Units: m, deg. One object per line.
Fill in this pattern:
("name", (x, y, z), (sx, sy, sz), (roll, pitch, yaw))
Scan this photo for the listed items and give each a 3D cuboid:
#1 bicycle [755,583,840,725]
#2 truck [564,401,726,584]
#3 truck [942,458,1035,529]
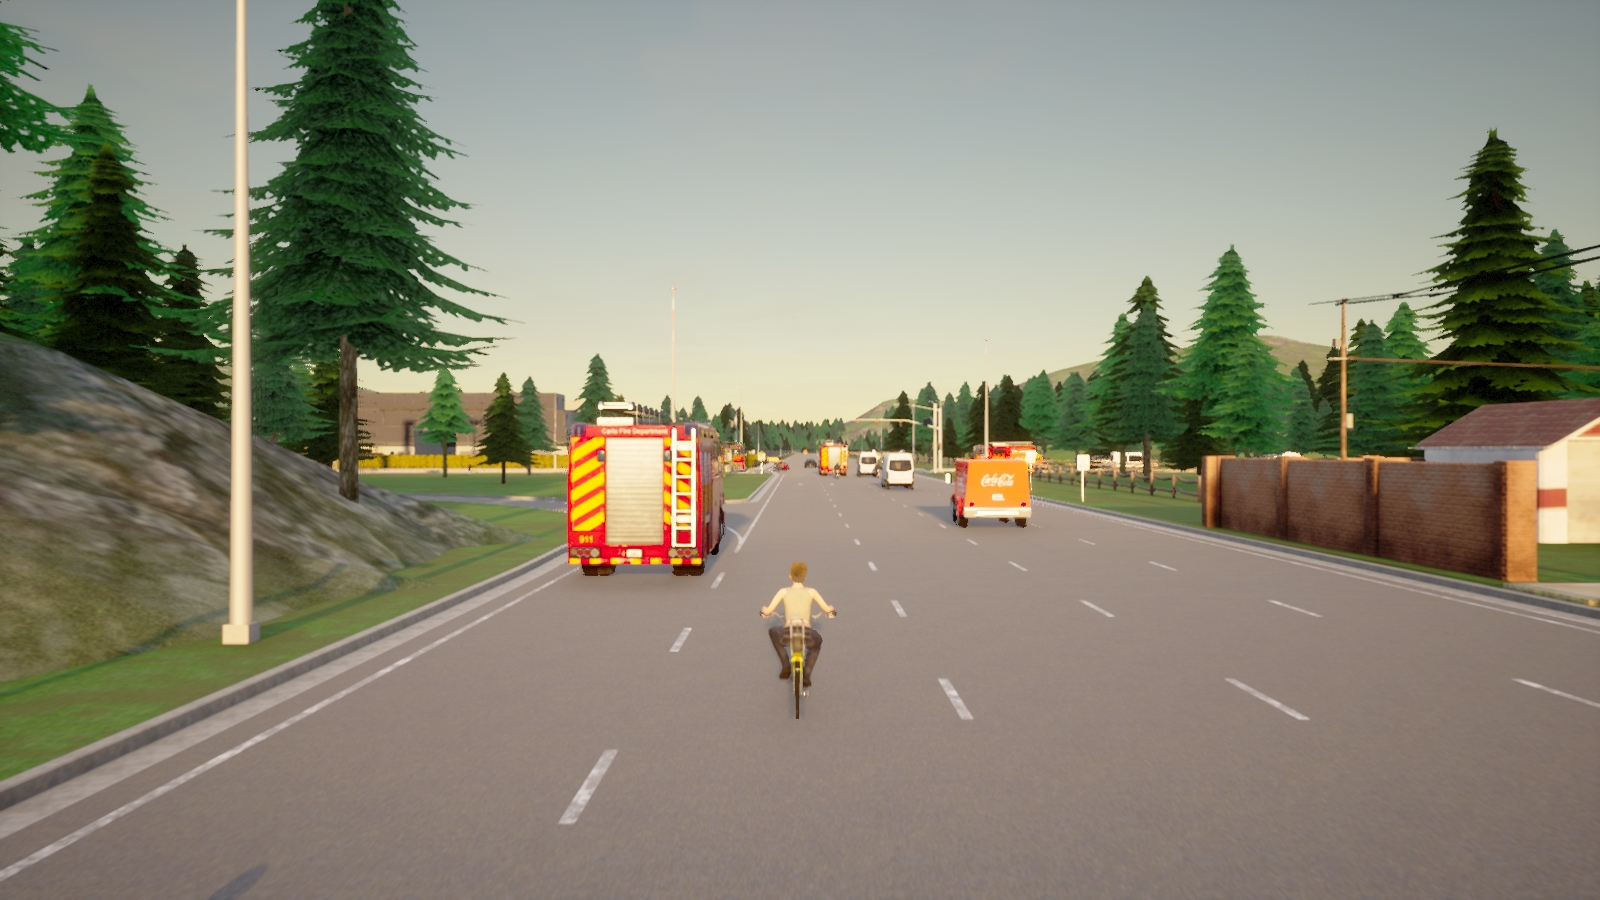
("bicycle", (-0.023, 2.155, 12.334), (0.859, 1.276, 1.487), (0, 0, 0))
("truck", (-3.520, 0.885, 28.141), (2.891, 3.827, 8.468), (0, 0, 0))
("truck", (6.990, 1.560, 42.939), (2.627, 2.467, 5.204), (0, 0, 0))
